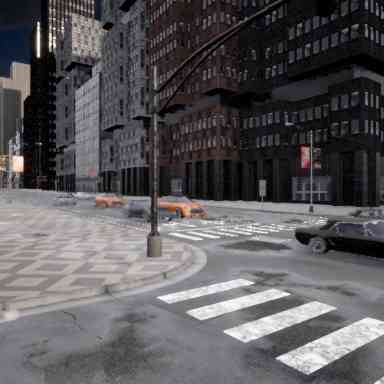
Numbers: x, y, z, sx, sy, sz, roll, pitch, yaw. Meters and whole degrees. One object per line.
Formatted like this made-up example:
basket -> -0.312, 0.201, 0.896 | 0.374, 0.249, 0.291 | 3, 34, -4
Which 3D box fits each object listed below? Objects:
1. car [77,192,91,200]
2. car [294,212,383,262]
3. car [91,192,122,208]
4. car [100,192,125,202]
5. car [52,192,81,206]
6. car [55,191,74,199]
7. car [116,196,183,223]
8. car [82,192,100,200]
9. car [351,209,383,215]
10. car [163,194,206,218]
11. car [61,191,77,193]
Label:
car -> -19.268, 0.707, 57.234 | 1.812, 1.442, 4.674 | 0, 1, -35
car -> 5.850, 1.555, 10.892 | 1.895, 1.301, 4.718 | -1, 1, -36
car -> -9.278, 0.867, 37.468 | 2.097, 1.767, 4.553 | 0, 1, -36
car -> -12.991, 0.764, 54.077 | 2.128, 1.511, 4.902 | 0, 1, -36
car -> -15.507, 1.029, 40.568 | 1.895, 1.301, 4.718 | 0, 1, -36
car -> -25.076, 0.572, 65.294 | 2.033, 1.411, 5.357 | 0, 1, -36
car -> -3.155, 1.280, 23.402 | 2.033, 1.411, 5.357 | 0, 1, -36
car -> -19.062, 0.713, 62.506 | 1.895, 1.301, 4.718 | 0, 1, -36
car -> 9.131, 1.507, 16.383 | 4.718, 1.301, 1.895 | 1, 1, 21
car -> -0.913, 1.070, 25.854 | 2.097, 1.767, 4.553 | 0, 1, -36
car -> -20.392, 0.726, 53.062 | 1.882, 1.535, 5.008 | 0, 1, -36
